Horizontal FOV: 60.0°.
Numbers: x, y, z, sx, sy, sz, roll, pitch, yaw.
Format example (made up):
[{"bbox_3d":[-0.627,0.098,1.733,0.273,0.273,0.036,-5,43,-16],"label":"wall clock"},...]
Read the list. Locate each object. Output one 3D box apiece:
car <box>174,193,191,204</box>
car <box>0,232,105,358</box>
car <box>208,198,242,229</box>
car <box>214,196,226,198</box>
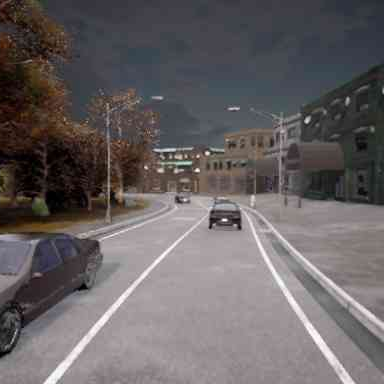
[{"bbox_3d":[-1.376,0.944,48.101,2.128,1.511,4.902,0,1,-11],"label":"car"},{"bbox_3d":[-3.268,1.506,6.227,2.033,1.411,5.357,0,0,4],"label":"car"},{"bbox_3d":[2.109,1.371,20.795,1.882,1.535,5.008,1,1,7],"label":"car"},{"bbox_3d":[3.342,1.155,39.193,1.812,1.442,4.674,0,1,-1],"label":"car"}]
